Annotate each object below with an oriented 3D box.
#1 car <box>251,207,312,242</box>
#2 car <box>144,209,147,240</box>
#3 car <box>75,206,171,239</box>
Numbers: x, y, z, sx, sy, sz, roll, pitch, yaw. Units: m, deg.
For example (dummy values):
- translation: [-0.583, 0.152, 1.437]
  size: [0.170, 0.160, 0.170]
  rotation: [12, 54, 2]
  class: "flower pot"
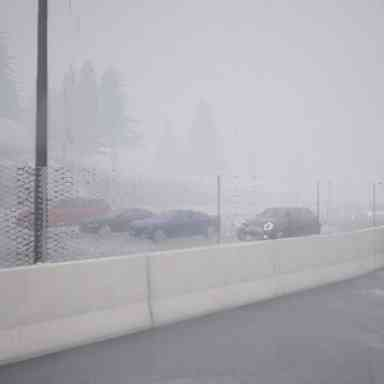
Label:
- translation: [4.254, 1.495, 16.166]
  size: [4.553, 1.767, 2.097]
  rotation: [0, -1, -39]
  class: "car"
- translation: [-0.767, 1.604, 16.746]
  size: [5.008, 1.535, 1.882]
  rotation: [1, -1, -39]
  class: "car"
- translation: [-3.773, 1.607, 18.835]
  size: [5.008, 1.535, 1.882]
  rotation: [1, -1, -39]
  class: "car"
